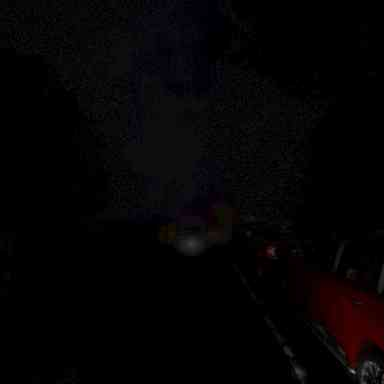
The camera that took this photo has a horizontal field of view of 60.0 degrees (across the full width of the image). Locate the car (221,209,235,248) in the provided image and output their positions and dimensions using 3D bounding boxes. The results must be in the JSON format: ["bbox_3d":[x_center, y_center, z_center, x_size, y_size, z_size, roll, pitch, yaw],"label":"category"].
[{"bbox_3d":[2.634,1.698,15.503,1.887,1.381,4.507,0,-1,0],"label":"car"}]

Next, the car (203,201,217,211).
[{"bbox_3d":[2.626,2.044,48.943,1.752,1.417,4.829,0,-1,0],"label":"car"}]

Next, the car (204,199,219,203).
[{"bbox_3d":[2.627,1.769,43.230,2.192,1.841,5.009,0,-1,0],"label":"car"}]

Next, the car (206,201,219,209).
[{"bbox_3d":[2.630,1.880,32.137,2.008,1.369,4.403,0,-1,0],"label":"car"}]

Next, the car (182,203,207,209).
[{"bbox_3d":[0.013,1.852,28.475,1.994,1.385,4.181,0,-1,1],"label":"car"}]

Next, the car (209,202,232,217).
[{"bbox_3d":[2.631,1.793,26.763,1.752,1.417,4.829,0,-1,0],"label":"car"}]

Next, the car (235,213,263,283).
[{"bbox_3d":[2.636,1.539,9.958,1.967,1.590,4.097,0,-1,0],"label":"car"}]

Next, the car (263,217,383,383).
[{"bbox_3d":[2.637,1.360,4.414,2.192,1.841,5.009,0,-1,0],"label":"car"}]

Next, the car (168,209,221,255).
[{"bbox_3d":[0.021,1.663,13.905,1.812,1.442,4.674,0,0,1],"label":"car"}]
